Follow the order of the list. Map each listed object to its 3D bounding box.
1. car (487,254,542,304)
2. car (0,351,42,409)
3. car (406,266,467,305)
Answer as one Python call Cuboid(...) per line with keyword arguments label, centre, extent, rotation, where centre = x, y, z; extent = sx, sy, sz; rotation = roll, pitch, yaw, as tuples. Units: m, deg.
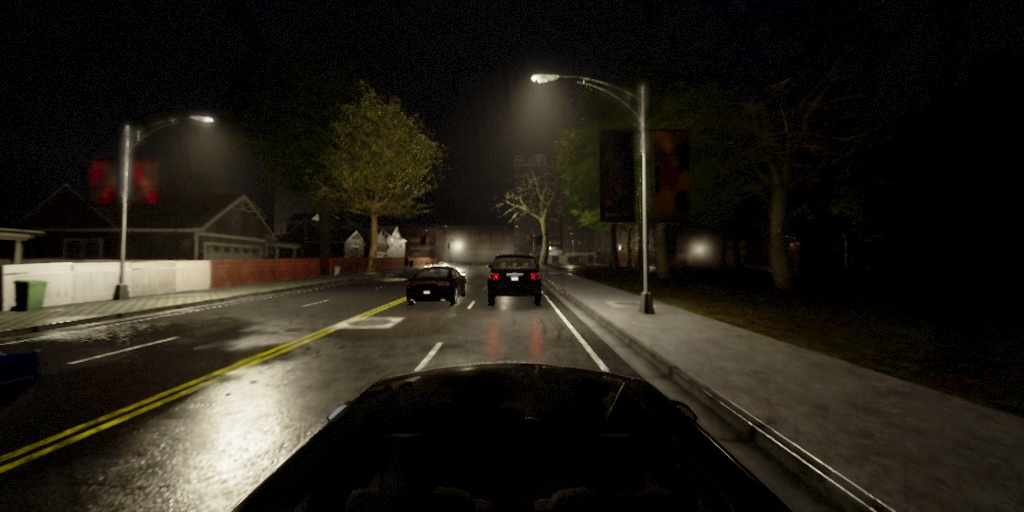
Cuboid(label="car", centre=(0.103, 0.925, 15.998), extent=(2.150, 2.045, 5.566), rotation=(0, 0, 0))
Cuboid(label="car", centre=(-6.598, 1.350, 2.017), extent=(1.895, 1.301, 4.718), rotation=(0, 0, 0))
Cuboid(label="car", centre=(-3.146, 1.182, 15.699), extent=(1.882, 1.535, 5.008), rotation=(0, 0, 0))
